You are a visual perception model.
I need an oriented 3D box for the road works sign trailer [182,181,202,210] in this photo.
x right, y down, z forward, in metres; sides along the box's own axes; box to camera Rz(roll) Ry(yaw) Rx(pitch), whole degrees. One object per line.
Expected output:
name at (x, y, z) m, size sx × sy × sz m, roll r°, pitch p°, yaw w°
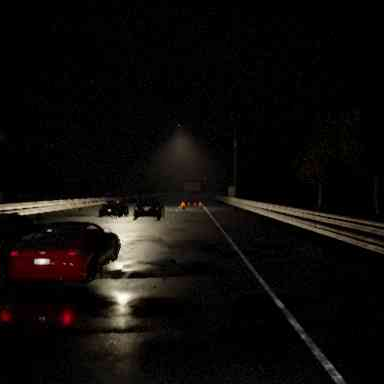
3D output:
road works sign trailer at (-0.003, 0.388, 41.326) m, size 2.380 × 3.560 × 2.880 m, roll 0°, pitch 0°, yaw 0°

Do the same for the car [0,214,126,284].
car at (-3.400, 1.547, 9.552) m, size 1.994 × 1.385 × 4.181 m, roll 0°, pitch 0°, yaw 0°

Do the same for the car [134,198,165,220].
car at (-3.401, 1.302, 27.163) m, size 2.097 × 1.767 × 4.553 m, roll 0°, pitch 0°, yaw 0°

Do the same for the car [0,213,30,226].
car at (-6.902, 1.503, 12.192) m, size 1.812 × 1.442 × 4.674 m, roll 0°, pitch 0°, yaw 0°

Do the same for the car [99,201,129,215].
car at (-6.902, 1.509, 29.821) m, size 1.994 × 1.385 × 4.181 m, roll 0°, pitch 0°, yaw 0°
